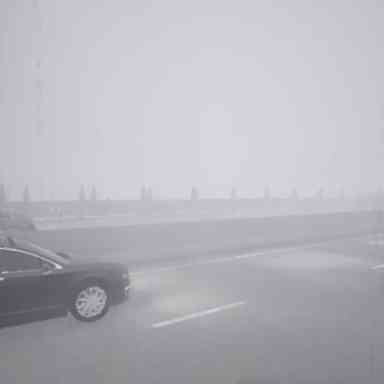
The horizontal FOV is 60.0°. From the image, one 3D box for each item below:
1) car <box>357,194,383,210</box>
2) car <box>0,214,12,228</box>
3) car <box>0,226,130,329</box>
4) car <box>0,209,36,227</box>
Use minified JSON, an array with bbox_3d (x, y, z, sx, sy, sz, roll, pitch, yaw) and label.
[{"bbox_3d":[23.157,1.245,41.977,5.566,2.045,2.150,1,0,-35],"label":"car"},{"bbox_3d":[-8.667,1.601,10.707,4.718,1.301,1.895,0,0,-35],"label":"car"},{"bbox_3d":[-3.444,1.505,5.587,4.892,1.490,1.837,0,0,-36],"label":"car"},{"bbox_3d":[-9.454,1.492,14.446,4.902,1.511,2.128,0,0,-35],"label":"car"}]
